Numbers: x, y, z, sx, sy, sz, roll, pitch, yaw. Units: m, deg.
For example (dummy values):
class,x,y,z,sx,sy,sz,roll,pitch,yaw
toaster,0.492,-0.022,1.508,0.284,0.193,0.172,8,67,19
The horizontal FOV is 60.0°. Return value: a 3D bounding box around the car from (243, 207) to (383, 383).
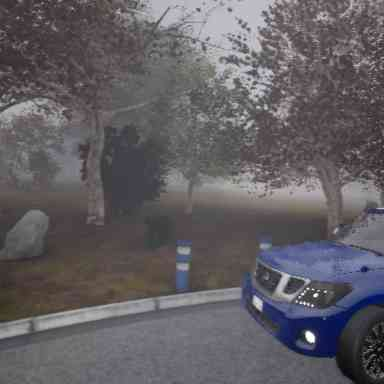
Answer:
class,x,y,z,sx,sy,sz,roll,pitch,yaw
car,3.619,1.220,5.081,5.566,2.045,2.150,1,0,-11
